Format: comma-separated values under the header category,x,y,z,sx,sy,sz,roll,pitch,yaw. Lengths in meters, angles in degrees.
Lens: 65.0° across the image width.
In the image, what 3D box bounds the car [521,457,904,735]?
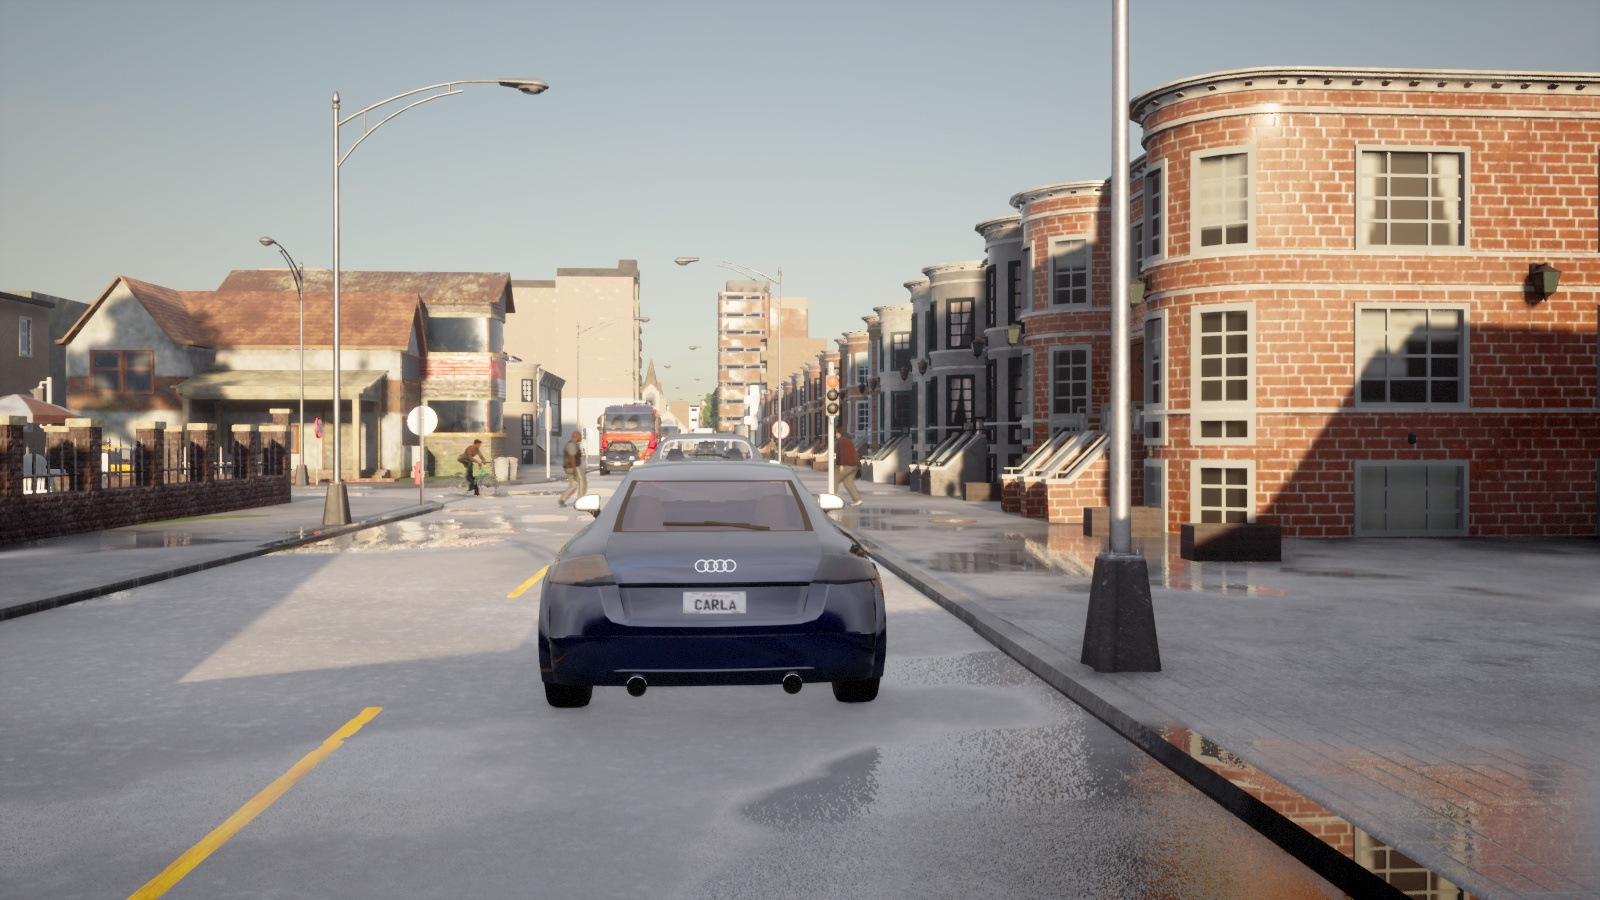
category,x,y,z,sx,sy,sz,roll,pitch,yaw
car,-0.613,0.764,8.626,1.994,1.385,4.181,0,0,-5

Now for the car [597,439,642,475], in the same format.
category,x,y,z,sx,sy,sz,roll,pitch,yaw
car,-8.471,0.320,59.269,1.851,1.617,3.988,0,0,-4

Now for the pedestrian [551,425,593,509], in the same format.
category,x,y,z,sx,sy,sz,roll,pitch,yaw
pedestrian,-5.214,0.384,28.753,0.849,1.883,0.563,0,0,-22

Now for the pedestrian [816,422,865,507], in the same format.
category,x,y,z,sx,sy,sz,roll,pitch,yaw
pedestrian,0.899,0.309,27.689,0.899,1.844,0.634,0,0,28

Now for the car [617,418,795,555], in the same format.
category,x,y,z,sx,sy,sz,roll,pitch,yaw
car,-1.315,0.429,17.722,2.152,1.651,5.027,0,0,-4

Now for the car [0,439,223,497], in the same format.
category,x,y,z,sx,sy,sz,roll,pitch,yaw
car,-19.298,0.480,35.194,5.366,1.575,1.801,0,0,-4

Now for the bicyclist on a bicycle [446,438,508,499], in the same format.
category,x,y,z,sx,sy,sz,roll,pitch,yaw
bicyclist on a bicycle,-9.014,0.503,35.043,1.656,1.620,0.582,1,4,26

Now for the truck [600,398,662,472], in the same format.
category,x,y,z,sx,sy,sz,roll,pitch,yaw
truck,-9.250,-0.799,69.577,2.891,3.827,8.468,0,0,-4
